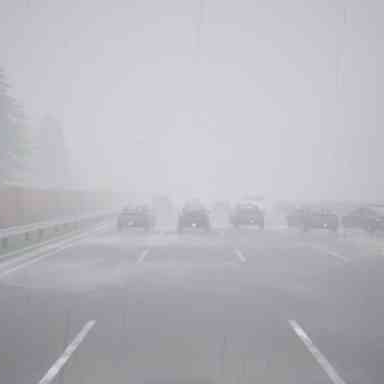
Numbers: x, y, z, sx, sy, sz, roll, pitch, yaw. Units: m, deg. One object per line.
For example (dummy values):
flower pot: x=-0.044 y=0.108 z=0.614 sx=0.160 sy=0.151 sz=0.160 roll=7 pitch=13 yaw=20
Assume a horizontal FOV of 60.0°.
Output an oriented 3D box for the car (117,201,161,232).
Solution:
car: x=-3.401 y=1.577 z=20.923 sx=2.128 sy=1.511 sz=4.902 roll=0 pitch=0 yaw=0

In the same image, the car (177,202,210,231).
car: x=0.099 y=1.592 z=21.012 sx=1.837 sy=1.490 sz=4.892 roll=0 pitch=0 yaw=0

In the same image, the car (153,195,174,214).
car: x=-3.401 y=1.380 z=38.522 sx=2.150 sy=2.045 sz=5.566 roll=0 pitch=0 yaw=0

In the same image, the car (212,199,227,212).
car: x=3.601 y=1.644 z=40.825 sx=1.882 sy=1.535 sz=5.008 roll=0 pitch=0 yaw=0

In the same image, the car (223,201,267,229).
car: x=3.599 y=1.584 z=22.537 sx=2.128 sy=1.511 sz=4.902 roll=0 pitch=0 yaw=0

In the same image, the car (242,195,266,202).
car: x=7.099 y=1.379 z=38.521 sx=2.150 sy=2.045 sz=5.566 roll=0 pitch=0 yaw=0

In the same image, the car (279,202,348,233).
car: x=7.099 y=1.574 z=20.087 sx=2.128 sy=1.511 sz=4.902 roll=0 pitch=0 yaw=0

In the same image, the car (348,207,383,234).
car: x=10.586 y=1.606 z=19.630 sx=1.812 sy=1.442 sz=4.674 roll=0 pitch=0 yaw=0

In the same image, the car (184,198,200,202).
car: x=0.099 y=1.511 z=38.933 sx=2.097 sy=1.767 sz=4.553 roll=0 pitch=0 yaw=0

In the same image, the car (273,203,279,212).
car: x=10.600 y=1.755 z=37.730 sx=1.895 sy=1.301 sz=4.718 roll=0 pitch=0 yaw=0
